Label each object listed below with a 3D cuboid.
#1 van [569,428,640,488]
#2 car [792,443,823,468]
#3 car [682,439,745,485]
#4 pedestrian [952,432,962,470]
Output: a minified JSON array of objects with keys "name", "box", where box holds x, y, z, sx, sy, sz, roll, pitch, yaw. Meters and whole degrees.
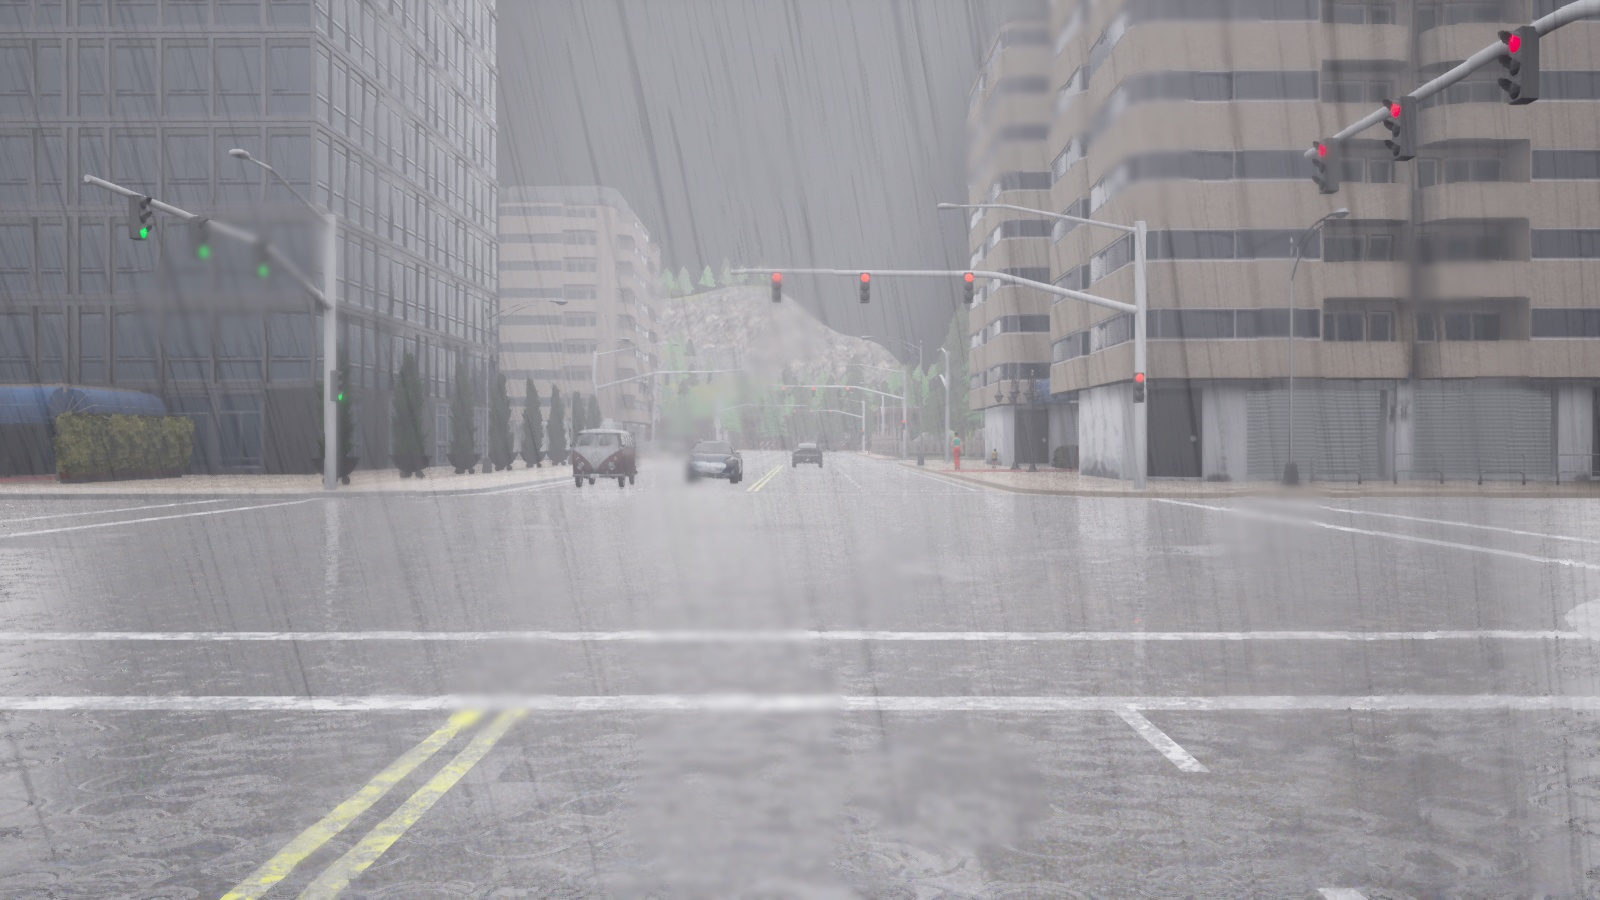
[{"name":"van","box":[-6.735,0.247,43.655,1.775,1.987,4.442,0,0,0]},{"name":"car","box":[0.453,0.319,76.675,1.837,1.490,4.892,0,0,0]},{"name":"car","box":[-3.212,0.405,47.640,2.033,1.649,4.856,0,0,0]},{"name":"pedestrian","box":[7.592,0.042,60.843,0.345,1.836,0.594,0,0,-5]}]
